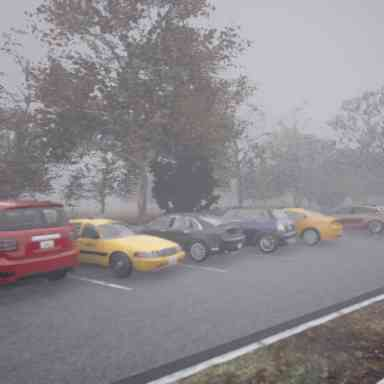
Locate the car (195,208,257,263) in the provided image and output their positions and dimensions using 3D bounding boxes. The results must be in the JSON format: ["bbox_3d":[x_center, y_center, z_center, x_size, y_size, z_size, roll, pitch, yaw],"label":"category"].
[{"bbox_3d":[-0.456,1.504,12.099,4.892,1.521,2.231,-1,0,34],"label":"car"}]

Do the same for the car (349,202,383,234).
[{"bbox_3d":[9.047,1.528,19.169,4.792,1.488,2.163,-1,-1,33],"label":"car"}]

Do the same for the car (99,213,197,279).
[{"bbox_3d":[-2.711,1.500,10.265,5.366,1.575,1.946,-1,-1,34],"label":"car"}]

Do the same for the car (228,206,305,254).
[{"bbox_3d":[1.963,1.376,13.834,4.553,1.767,2.185,-1,-1,34],"label":"car"}]

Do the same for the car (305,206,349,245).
[{"bbox_3d":[4.334,1.500,15.600,5.008,1.535,2.097,-1,0,34],"label":"car"}]

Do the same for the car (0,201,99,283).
[{"bbox_3d":[-5.308,1.256,8.648,5.566,2.045,2.435,-1,0,34],"label":"car"}]
